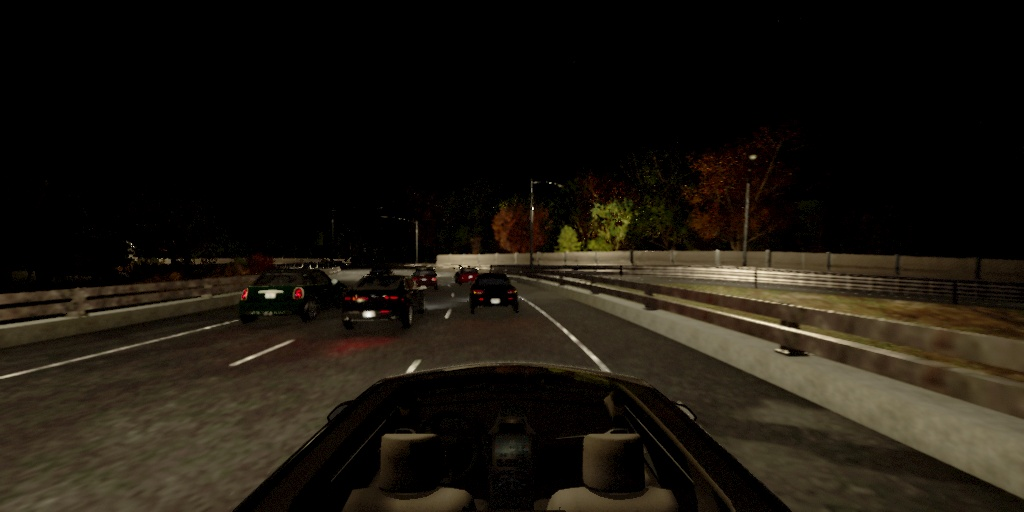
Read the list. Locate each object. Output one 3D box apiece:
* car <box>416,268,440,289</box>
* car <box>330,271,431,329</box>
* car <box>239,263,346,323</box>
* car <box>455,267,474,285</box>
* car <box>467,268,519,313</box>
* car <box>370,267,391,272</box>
[{"bbox_3d":[-6.158,1.581,25.467,2.033,1.411,5.357,0,-1,-12],"label":"car"},{"bbox_3d":[-4.017,1.380,11.868,1.837,1.490,4.892,0,-2,-6],"label":"car"},{"bbox_3d":[-7.687,1.269,13.205,2.097,1.767,4.553,0,-1,-6],"label":"car"},{"bbox_3d":[-3.722,1.630,30.272,1.994,1.385,4.181,0,-1,-14],"label":"car"},{"bbox_3d":[-0.814,1.413,14.675,1.812,1.442,4.674,0,-1,-6],"label":"car"},{"bbox_3d":[-10.731,1.631,29.510,1.812,1.442,4.674,0,-1,-14],"label":"car"}]
